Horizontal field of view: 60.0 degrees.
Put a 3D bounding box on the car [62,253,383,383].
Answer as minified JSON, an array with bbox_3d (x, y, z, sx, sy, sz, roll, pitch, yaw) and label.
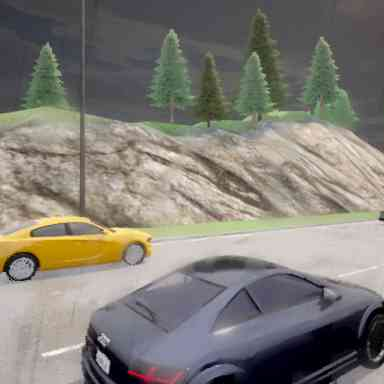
[{"bbox_3d":[0.786,1.564,4.313,4.181,1.385,1.994,0,0,-36],"label":"car"}]

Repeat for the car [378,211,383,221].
[{"bbox_3d":[15.028,1.547,23.124,5.357,1.411,2.033,0,0,-36],"label":"car"}]

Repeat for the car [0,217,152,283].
[{"bbox_3d":[-3.566,1.477,9.807,5.008,1.535,1.882,0,0,-36],"label":"car"}]
